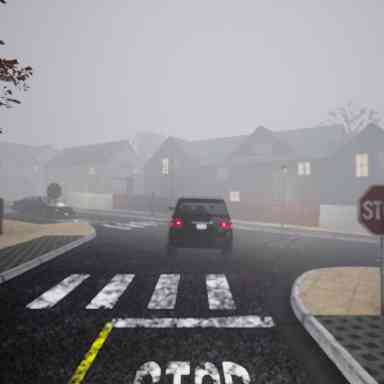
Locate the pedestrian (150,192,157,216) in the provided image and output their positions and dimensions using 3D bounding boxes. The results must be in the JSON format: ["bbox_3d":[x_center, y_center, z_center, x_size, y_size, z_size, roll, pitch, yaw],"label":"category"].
[{"bbox_3d":[-3.085,0.897,25.861,0.375,1.860,0.375,-1,-4,32],"label":"pedestrian"}]

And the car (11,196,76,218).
[{"bbox_3d":[-10.635,1.001,23.681,5.357,1.411,2.033,3,0,32],"label":"car"}]

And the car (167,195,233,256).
[{"bbox_3d":[0.235,1.158,12.867,2.150,2.045,5.566,2,0,-1],"label":"car"}]
